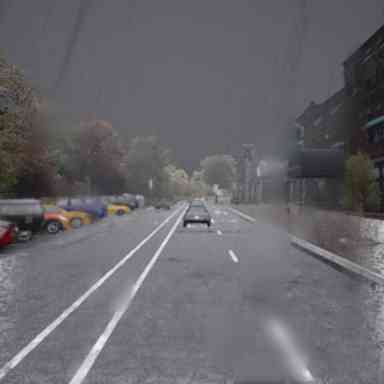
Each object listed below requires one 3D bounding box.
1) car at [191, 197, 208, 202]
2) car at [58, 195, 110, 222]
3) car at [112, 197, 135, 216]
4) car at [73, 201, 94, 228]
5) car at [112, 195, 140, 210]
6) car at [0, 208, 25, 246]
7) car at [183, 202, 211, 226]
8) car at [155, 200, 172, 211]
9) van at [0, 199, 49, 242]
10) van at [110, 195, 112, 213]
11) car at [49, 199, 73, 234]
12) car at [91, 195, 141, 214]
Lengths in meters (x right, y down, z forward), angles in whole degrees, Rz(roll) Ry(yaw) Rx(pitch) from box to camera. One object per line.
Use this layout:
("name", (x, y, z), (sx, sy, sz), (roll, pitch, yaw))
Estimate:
("car", (0.559, 1.706, 41.334), (2.033, 1.411, 5.357), (0, 0, 1))
("car", (-9.226, 1.360, 24.688), (5.566, 2.045, 2.435), (-1, 0, -19))
("car", (-8.918, 1.625, 33.654), (5.366, 1.575, 1.946), (-1, 0, -19))
("car", (-9.239, 1.602, 21.743), (5.008, 1.535, 2.097), (-1, -1, -19))
("car", (-9.024, 1.383, 36.554), (5.566, 2.045, 2.435), (-1, 0, -19))
("car", (-9.368, 1.594, 12.842), (4.792, 1.488, 2.163), (-1, 0, -19))
("car", (0.355, 1.691, 24.564), (1.994, 1.385, 4.181), (0, 0, 0))
("car", (-3.668, 1.674, 43.212), (1.895, 1.301, 4.718), (0, 0, 1))
("van", (-9.413, 1.354, 15.773), (4.442, 1.987, 1.878), (-1, 0, -19))
("van", (-9.266, 1.394, 27.615), (4.442, 1.987, 1.878), (-1, 0, -19))
("car", (-9.298, 1.466, 18.770), (4.553, 1.767, 2.185), (-1, -1, -19))
("car", (-9.034, 1.388, 39.482), (5.566, 2.045, 2.435), (-1, 0, -19))
